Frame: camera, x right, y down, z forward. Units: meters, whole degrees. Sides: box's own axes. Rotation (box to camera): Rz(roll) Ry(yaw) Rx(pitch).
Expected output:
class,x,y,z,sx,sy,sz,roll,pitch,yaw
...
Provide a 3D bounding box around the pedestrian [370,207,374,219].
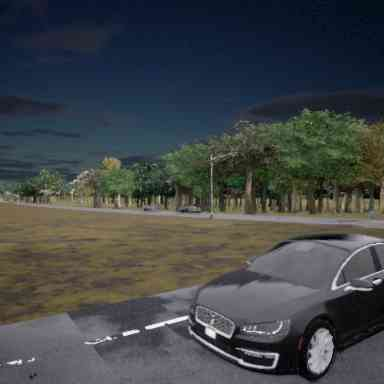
class,x,y,z,sx,sy,sz,roll,pitch,yaw
pedestrian,19.255,2.203,35.535,0.375,1.300,0.375,-2,1,-33

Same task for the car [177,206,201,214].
class,x,y,z,sx,sy,sz,roll,pitch,yaw
car,-0.522,3.141,58.614,2.033,1.411,5.357,1,-2,-33

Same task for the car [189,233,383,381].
class,x,y,z,sx,sy,sz,roll,pitch,yaw
car,2.215,1.506,5.548,4.892,1.490,1.837,0,0,-35

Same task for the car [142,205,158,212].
class,x,y,z,sx,sy,sz,roll,pitch,yaw
car,-9.004,3.571,71.388,2.128,1.511,4.902,1,-2,-33
